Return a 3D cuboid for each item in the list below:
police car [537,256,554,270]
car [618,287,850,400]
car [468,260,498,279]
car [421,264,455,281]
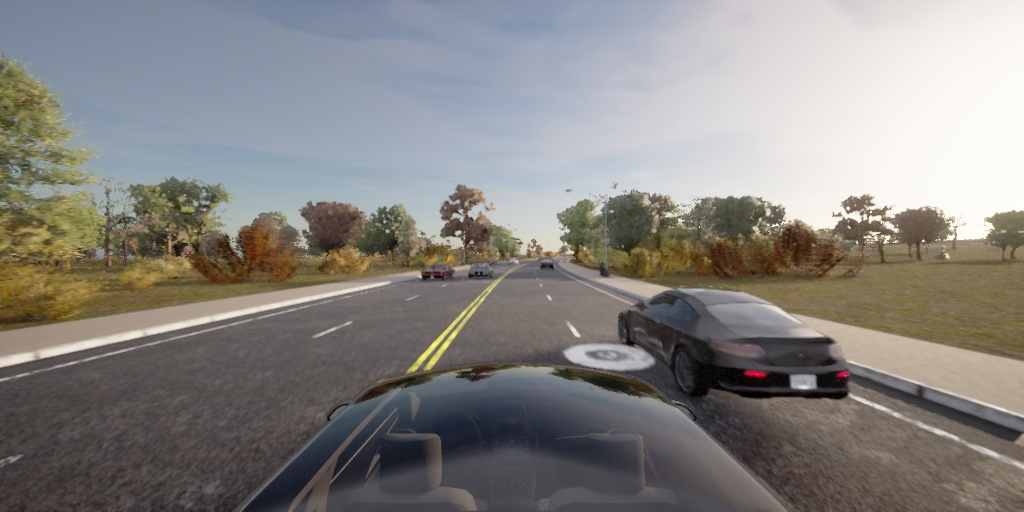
[{"bbox_3d":[5.005,1.152,51.700,1.930,1.638,5.238,0,0,4],"label":"police car"},{"bbox_3d":[3.365,1.283,6.438,1.812,1.442,4.674,0,0,0],"label":"car"},{"bbox_3d":[-2.683,1.300,31.849,1.994,1.385,4.181,0,0,3],"label":"car"},{"bbox_3d":[-6.041,1.331,29.654,1.895,1.301,4.718,0,0,2],"label":"car"}]
